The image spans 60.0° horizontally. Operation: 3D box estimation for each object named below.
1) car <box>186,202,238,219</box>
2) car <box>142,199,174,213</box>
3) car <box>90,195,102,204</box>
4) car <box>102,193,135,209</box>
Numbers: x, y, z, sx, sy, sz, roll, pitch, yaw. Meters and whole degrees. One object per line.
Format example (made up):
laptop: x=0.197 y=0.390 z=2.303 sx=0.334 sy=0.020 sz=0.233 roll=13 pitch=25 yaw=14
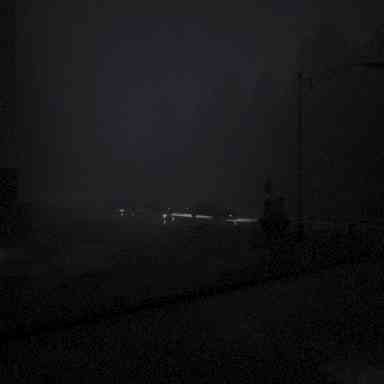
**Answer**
car: x=1.595 y=1.547 z=29.322 sx=2.033 sy=1.411 sz=5.357 roll=0 pitch=0 yaw=-36
car: x=-3.806 y=1.491 z=36.868 sx=2.128 sy=1.511 sz=4.902 roll=0 pitch=0 yaw=-36
car: x=-18.055 y=1.352 z=63.971 sx=2.097 sy=1.767 sz=4.553 roll=0 pitch=0 yaw=-35
car: x=-9.840 y=1.219 z=45.318 sx=2.150 sy=2.045 sz=5.566 roll=0 pitch=0 yaw=-35
